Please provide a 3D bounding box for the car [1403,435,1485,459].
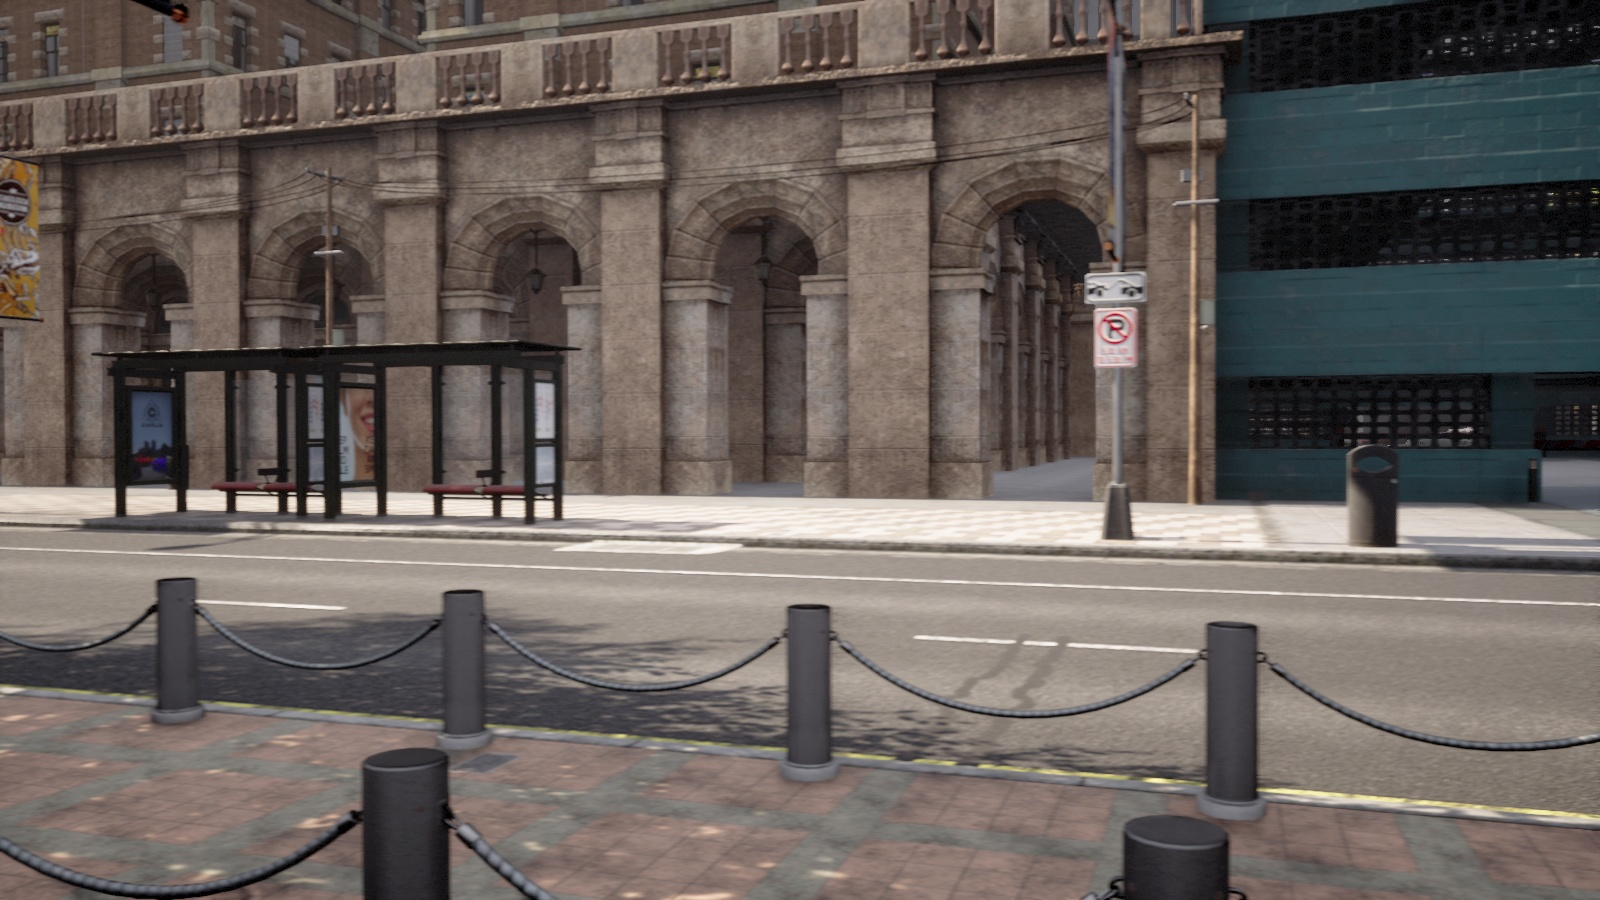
[{"bbox_3d":[39.303,-0.191,76.757,4.181,1.385,1.994,1,1,18],"label":"car"}]
